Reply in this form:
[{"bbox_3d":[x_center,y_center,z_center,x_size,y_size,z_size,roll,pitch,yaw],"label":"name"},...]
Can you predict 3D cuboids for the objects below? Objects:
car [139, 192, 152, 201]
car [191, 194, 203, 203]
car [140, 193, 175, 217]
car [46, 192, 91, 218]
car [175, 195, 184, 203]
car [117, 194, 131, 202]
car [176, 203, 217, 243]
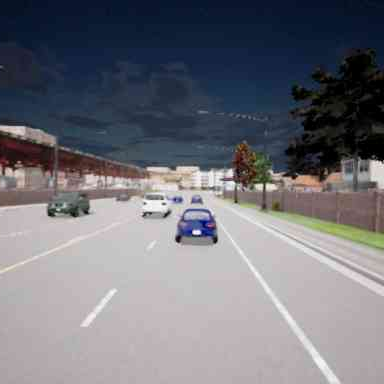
[{"bbox_3d":[-9.591,0.907,69.039,2.097,1.767,4.553,1,0,1],"label":"car"},{"bbox_3d":[0.894,1.240,61.275,2.097,1.767,4.553,1,0,1],"label":"car"},{"bbox_3d":[-3.056,1.109,29.766,2.150,2.045,5.566,1,0,1],"label":"car"},{"bbox_3d":[-10.161,0.986,27.927,2.150,2.045,5.566,1,0,-1],"label":"car"},{"bbox_3d":[-2.602,1.302,61.683,1.882,1.535,5.008,1,0,1],"label":"car"},{"bbox_3d":[-13.157,1.146,64.398,1.882,1.535,5.008,1,0,0],"label":"car"},{"bbox_3d":[0.235,1.504,16.097,1.812,1.442,4.674,1,0,1],"label":"car"}]
